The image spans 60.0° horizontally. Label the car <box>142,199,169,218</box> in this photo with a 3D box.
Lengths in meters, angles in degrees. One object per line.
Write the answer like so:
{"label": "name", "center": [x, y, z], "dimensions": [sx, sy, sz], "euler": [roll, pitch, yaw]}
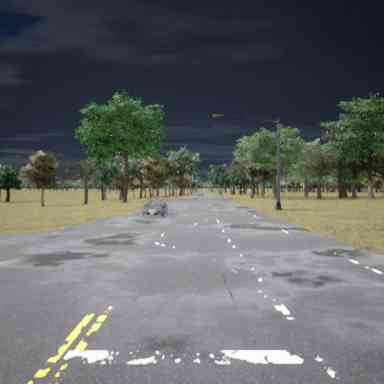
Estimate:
{"label": "car", "center": [-3.167, 1.422, 29.446], "dimensions": [2.128, 1.511, 4.902], "euler": [0, 1, 2]}
